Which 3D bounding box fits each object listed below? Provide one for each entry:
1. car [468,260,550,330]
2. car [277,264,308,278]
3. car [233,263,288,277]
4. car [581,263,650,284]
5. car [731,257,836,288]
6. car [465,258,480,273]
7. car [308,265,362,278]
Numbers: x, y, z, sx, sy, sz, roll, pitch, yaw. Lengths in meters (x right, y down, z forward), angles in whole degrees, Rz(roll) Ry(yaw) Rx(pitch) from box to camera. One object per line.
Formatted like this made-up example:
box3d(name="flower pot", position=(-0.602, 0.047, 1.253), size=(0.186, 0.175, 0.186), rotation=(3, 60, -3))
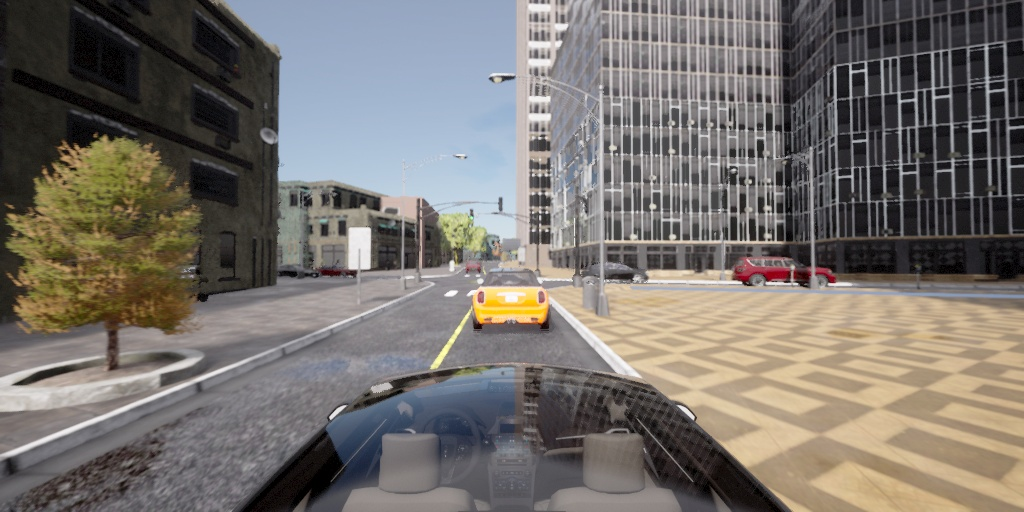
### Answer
box3d(name="car", position=(-0.059, 1.136, 11.396), size=(2.097, 1.767, 4.553), rotation=(0, 0, -1))
box3d(name="car", position=(-20.248, 1.427, 33.643), size=(4.313, 1.339, 1.948), rotation=(0, 0, 18))
box3d(name="car", position=(-26.981, 1.494, 38.503), size=(5.357, 1.411, 2.033), rotation=(0, -1, 18))
box3d(name="car", position=(7.636, 1.256, 26.578), size=(4.902, 1.511, 2.128), rotation=(0, -2, -1))
box3d(name="car", position=(15.969, 0.991, 21.416), size=(5.009, 1.841, 2.192), rotation=(0, 0, 18))
box3d(name="car", position=(-5.017, 1.383, 46.719), size=(1.882, 1.535, 5.008), rotation=(0, 0, -5))
box3d(name="car", position=(-17.161, 1.498, 35.225), size=(4.718, 1.301, 1.895), rotation=(0, -1, 18))
